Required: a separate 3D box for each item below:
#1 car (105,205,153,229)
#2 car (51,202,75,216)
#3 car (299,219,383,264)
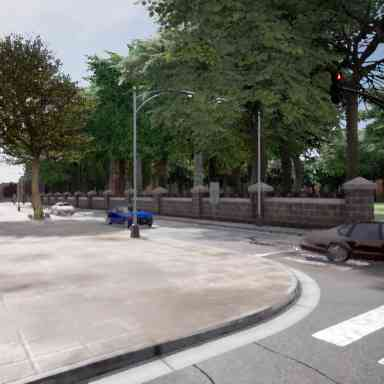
[{"bbox_3d":[-4.557,1.682,23.811,1.882,1.535,5.008,0,-1,-36],"label":"car"},{"bbox_3d":[-14.913,1.929,38.353,1.812,1.442,4.674,0,-1,-35],"label":"car"},{"bbox_3d":[6.260,1.591,10.598,5.357,1.411,2.033,-1,0,37],"label":"car"}]
